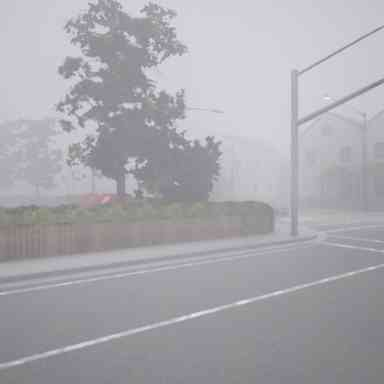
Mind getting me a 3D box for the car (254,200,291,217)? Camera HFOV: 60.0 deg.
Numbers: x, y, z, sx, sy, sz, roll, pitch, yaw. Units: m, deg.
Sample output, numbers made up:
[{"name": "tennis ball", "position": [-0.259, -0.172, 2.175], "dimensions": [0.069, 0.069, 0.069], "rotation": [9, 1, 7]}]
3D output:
[{"name": "car", "position": [6.800, 1.499, 30.694], "dimensions": [1.837, 1.490, 4.892], "rotation": [0, 0, -35]}]
